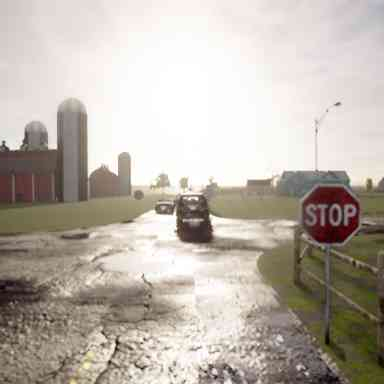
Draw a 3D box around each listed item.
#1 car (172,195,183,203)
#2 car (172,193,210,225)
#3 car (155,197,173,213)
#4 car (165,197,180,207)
[{"bbox_3d":[-2.809,1.389,65.563,2.033,1.411,5.357,0,0,0],"label":"car"},{"bbox_3d":[0.049,1.116,23.116,2.150,2.045,5.566,-1,0,0],"label":"car"},{"bbox_3d":[-2.864,1.402,35.642,2.128,1.511,4.902,0,0,0],"label":"car"},{"bbox_3d":[-2.865,1.440,50.611,1.994,1.385,4.181,0,0,0],"label":"car"}]
